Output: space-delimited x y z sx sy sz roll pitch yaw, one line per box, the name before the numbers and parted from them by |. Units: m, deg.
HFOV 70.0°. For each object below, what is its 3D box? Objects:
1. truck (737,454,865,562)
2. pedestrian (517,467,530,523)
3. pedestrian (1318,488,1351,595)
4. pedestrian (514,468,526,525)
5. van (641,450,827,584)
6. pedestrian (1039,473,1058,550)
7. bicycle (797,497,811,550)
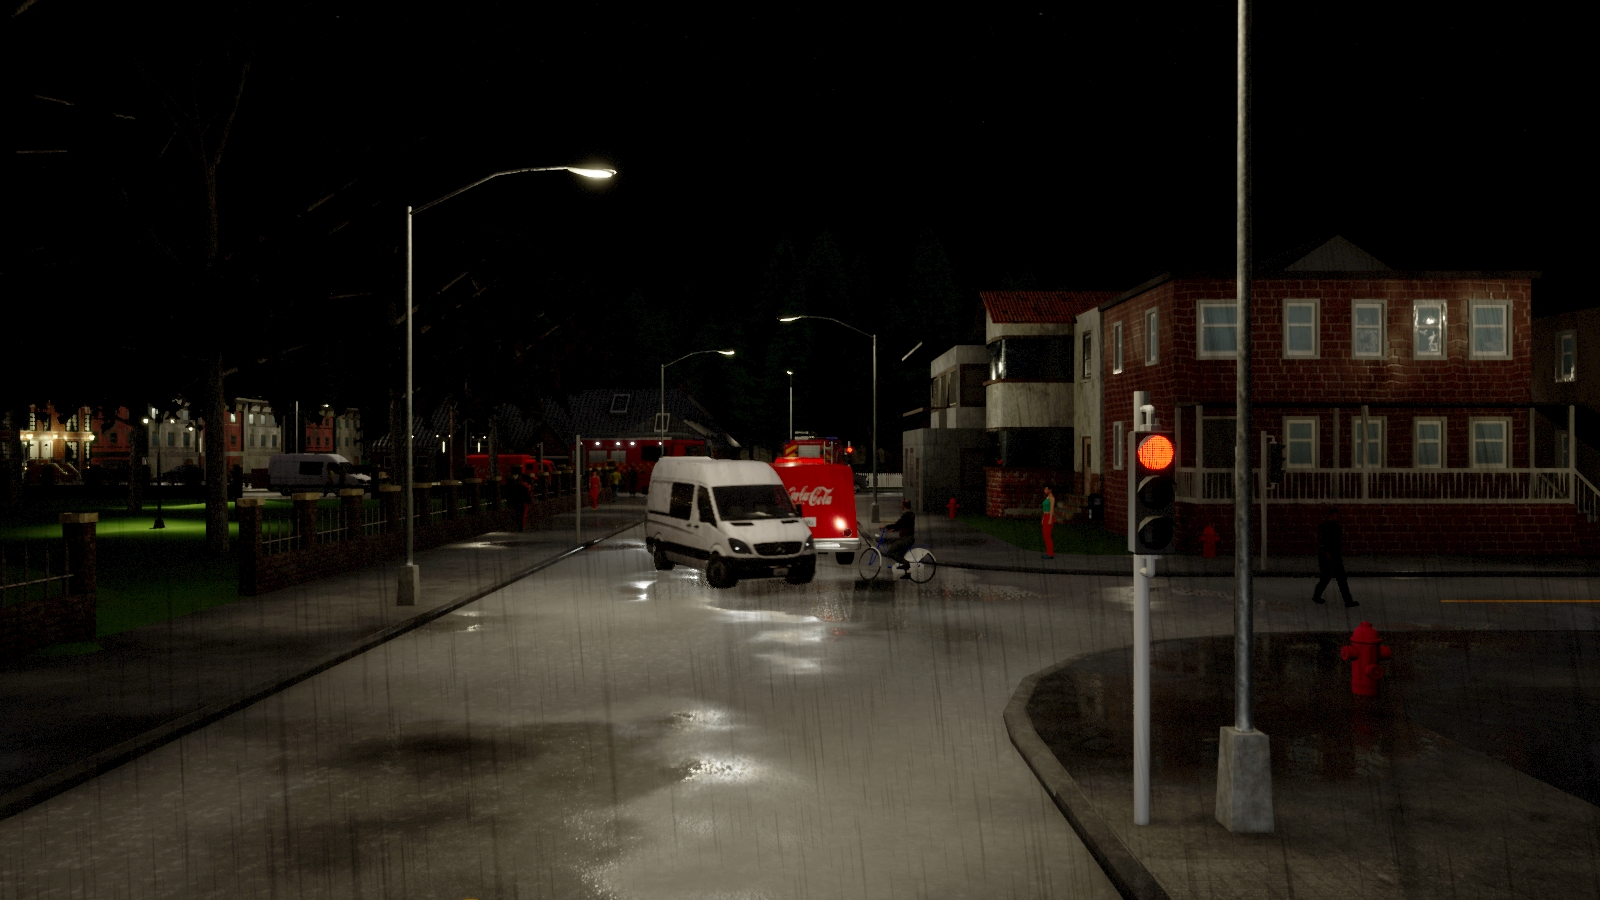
truck | -0.107 1.336 28.945 2.627 2.467 5.204 0 0 -7
pedestrian | -9.295 1.508 38.447 0.375 1.860 0.375 0 0 -5
pedestrian | 9.480 1.620 20.286 0.375 1.860 0.375 0 0 -17
pedestrian | -9.160 1.509 37.399 0.375 1.860 0.375 0 0 -15
van | -1.630 1.304 25.130 1.988 2.561 5.915 -1 0 -25
pedestrian | 6.059 1.504 27.875 0.375 1.860 0.375 0 0 -4
bicycle | 0.094 1.927 30.359 0.329 1.271 1.835 0 0 -1
